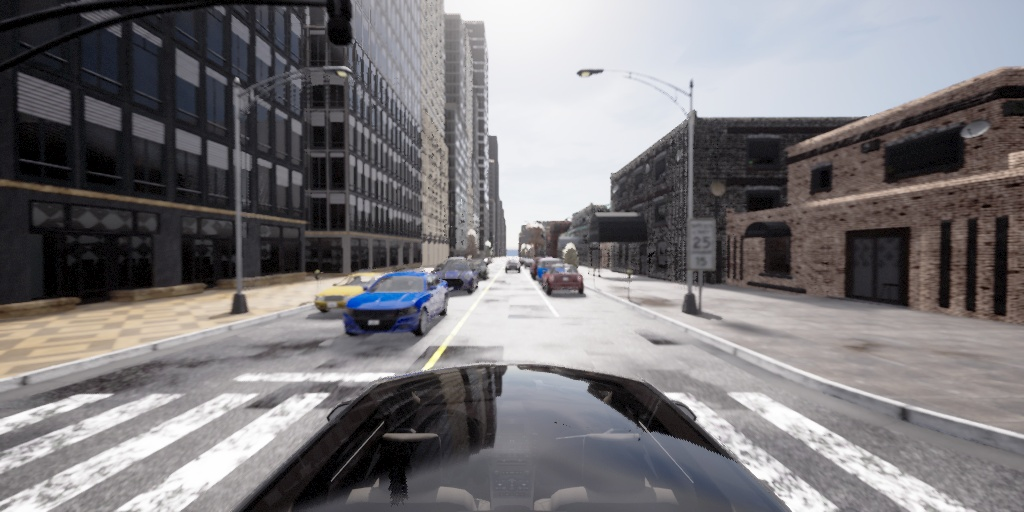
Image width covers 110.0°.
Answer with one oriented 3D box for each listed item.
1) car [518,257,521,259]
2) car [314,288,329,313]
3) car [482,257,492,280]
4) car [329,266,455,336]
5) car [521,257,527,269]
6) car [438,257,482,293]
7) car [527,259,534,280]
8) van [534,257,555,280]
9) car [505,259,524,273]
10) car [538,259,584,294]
[{"bbox_3d":[0.010,1.184,52.939,1.812,1.442,4.674,0,0,0],"label":"car"},{"bbox_3d":[-5.828,1.253,14.028,1.751,1.417,4.829,0,0,0],"label":"car"},{"bbox_3d":[-3.078,1.050,30.498,2.097,1.767,4.553,0,0,0],"label":"car"},{"bbox_3d":[-3.102,1.212,10.534,1.882,1.535,5.008,0,0,0],"label":"car"},{"bbox_3d":[2.695,1.207,53.651,2.007,1.370,4.403,0,0,0],"label":"car"},{"bbox_3d":[-3.096,1.068,20.447,2.097,1.767,4.553,0,0,0],"label":"car"},{"bbox_3d":[2.692,1.011,31.075,2.192,1.841,5.009,0,0,0],"label":"car"},{"bbox_3d":[2.691,1.048,25.431,1.690,1.789,3.998,0,0,0],"label":"van"},{"bbox_3d":[0.109,1.278,42.270,1.895,1.301,4.718,0,0,0],"label":"car"},{"bbox_3d":[2.691,1.157,19.787,1.967,1.591,4.097,0,0,0],"label":"car"}]
